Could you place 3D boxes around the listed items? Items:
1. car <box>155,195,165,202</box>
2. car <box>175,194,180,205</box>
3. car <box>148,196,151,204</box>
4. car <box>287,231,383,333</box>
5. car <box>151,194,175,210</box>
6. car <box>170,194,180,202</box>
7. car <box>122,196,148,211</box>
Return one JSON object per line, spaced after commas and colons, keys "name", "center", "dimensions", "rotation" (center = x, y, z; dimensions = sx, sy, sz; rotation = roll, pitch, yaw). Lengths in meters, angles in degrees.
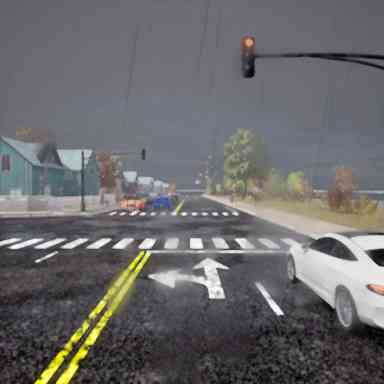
{"name": "car", "center": [-6.793, 1.295, 71.050], "dimensions": [1.812, 1.442, 4.674], "rotation": [0, 0, 0]}
{"name": "car", "center": [-3.543, 1.311, 53.234], "dimensions": [2.128, 1.511, 4.902], "rotation": [0, 0, 0]}
{"name": "car", "center": [-6.781, 1.358, 56.004], "dimensions": [2.033, 1.411, 5.357], "rotation": [0, 0, 0]}
{"name": "car", "center": [3.322, 1.498, 6.617], "dimensions": [1.812, 1.442, 4.674], "rotation": [0, 0, 0]}
{"name": "car", "center": [-3.507, 1.332, 40.473], "dimensions": [1.882, 1.535, 5.008], "rotation": [0, 0, 0]}
{"name": "car", "center": [-3.537, 1.282, 69.399], "dimensions": [1.837, 1.490, 4.892], "rotation": [0, 0, 0]}
{"name": "car", "center": [-6.752, 1.212, 38.791], "dimensions": [2.097, 1.767, 4.553], "rotation": [0, 0, 0]}
